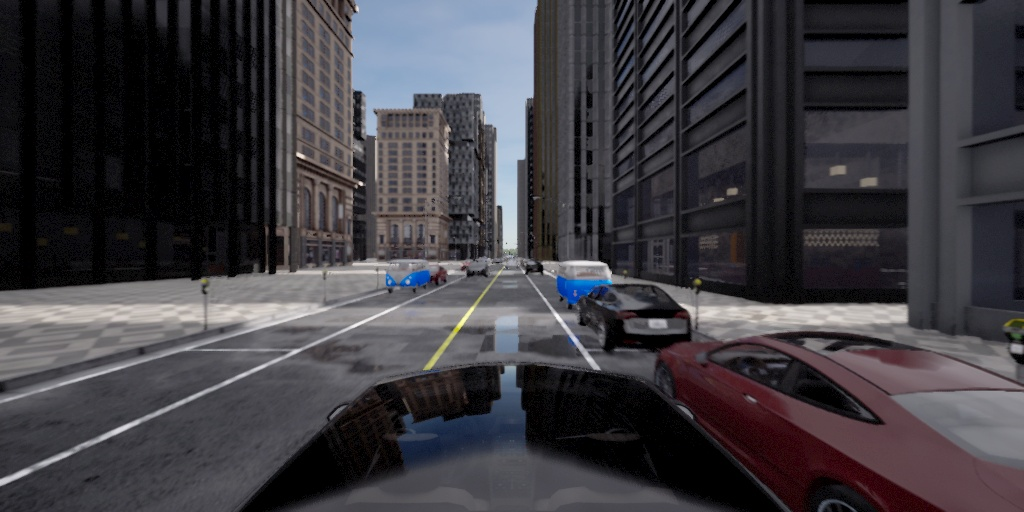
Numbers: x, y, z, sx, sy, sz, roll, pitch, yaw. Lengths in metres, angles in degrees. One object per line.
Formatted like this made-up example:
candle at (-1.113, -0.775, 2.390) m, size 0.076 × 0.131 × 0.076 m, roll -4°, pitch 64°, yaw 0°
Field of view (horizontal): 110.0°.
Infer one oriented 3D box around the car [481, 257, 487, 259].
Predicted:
car at (-5.757, 1.308, 59.629) m, size 1.948 × 1.339 × 4.313 m, roll 0°, pitch 0°, yaw 0°

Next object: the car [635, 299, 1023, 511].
car at (2.762, 1.332, 3.222) m, size 1.802 × 1.307 × 4.207 m, roll 0°, pitch 0°, yaw 0°

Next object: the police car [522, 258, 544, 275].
police car at (2.370, 1.175, 38.913) m, size 1.930 × 1.638 × 5.238 m, roll 0°, pitch 0°, yaw 0°

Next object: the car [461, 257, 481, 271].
car at (-5.758, 1.188, 48.346) m, size 1.967 × 1.591 × 4.097 m, roll 0°, pitch 0°, yaw 0°

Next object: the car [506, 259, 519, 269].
car at (0.006, 1.269, 57.308) m, size 1.812 × 1.442 × 4.674 m, roll 0°, pitch 0°, yaw 0°

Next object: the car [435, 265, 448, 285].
car at (-5.761, 1.296, 25.783) m, size 1.888 × 1.381 × 4.507 m, roll 0°, pitch 0°, yaw 0°

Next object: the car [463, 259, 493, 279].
car at (-3.090, 1.256, 33.194) m, size 1.837 × 1.490 × 4.892 m, roll 0°, pitch 0°, yaw 0°

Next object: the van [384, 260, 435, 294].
van at (-5.761, 1.092, 20.143) m, size 1.690 × 1.789 × 3.998 m, roll 0°, pitch 0°, yaw 0°

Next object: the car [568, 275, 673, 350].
car at (2.763, 1.316, 8.863) m, size 1.948 × 1.339 × 4.313 m, roll 0°, pitch 0°, yaw 0°

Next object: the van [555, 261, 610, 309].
van at (2.763, 1.091, 14.504) m, size 1.690 × 1.789 × 3.998 m, roll 0°, pitch 0°, yaw 0°
